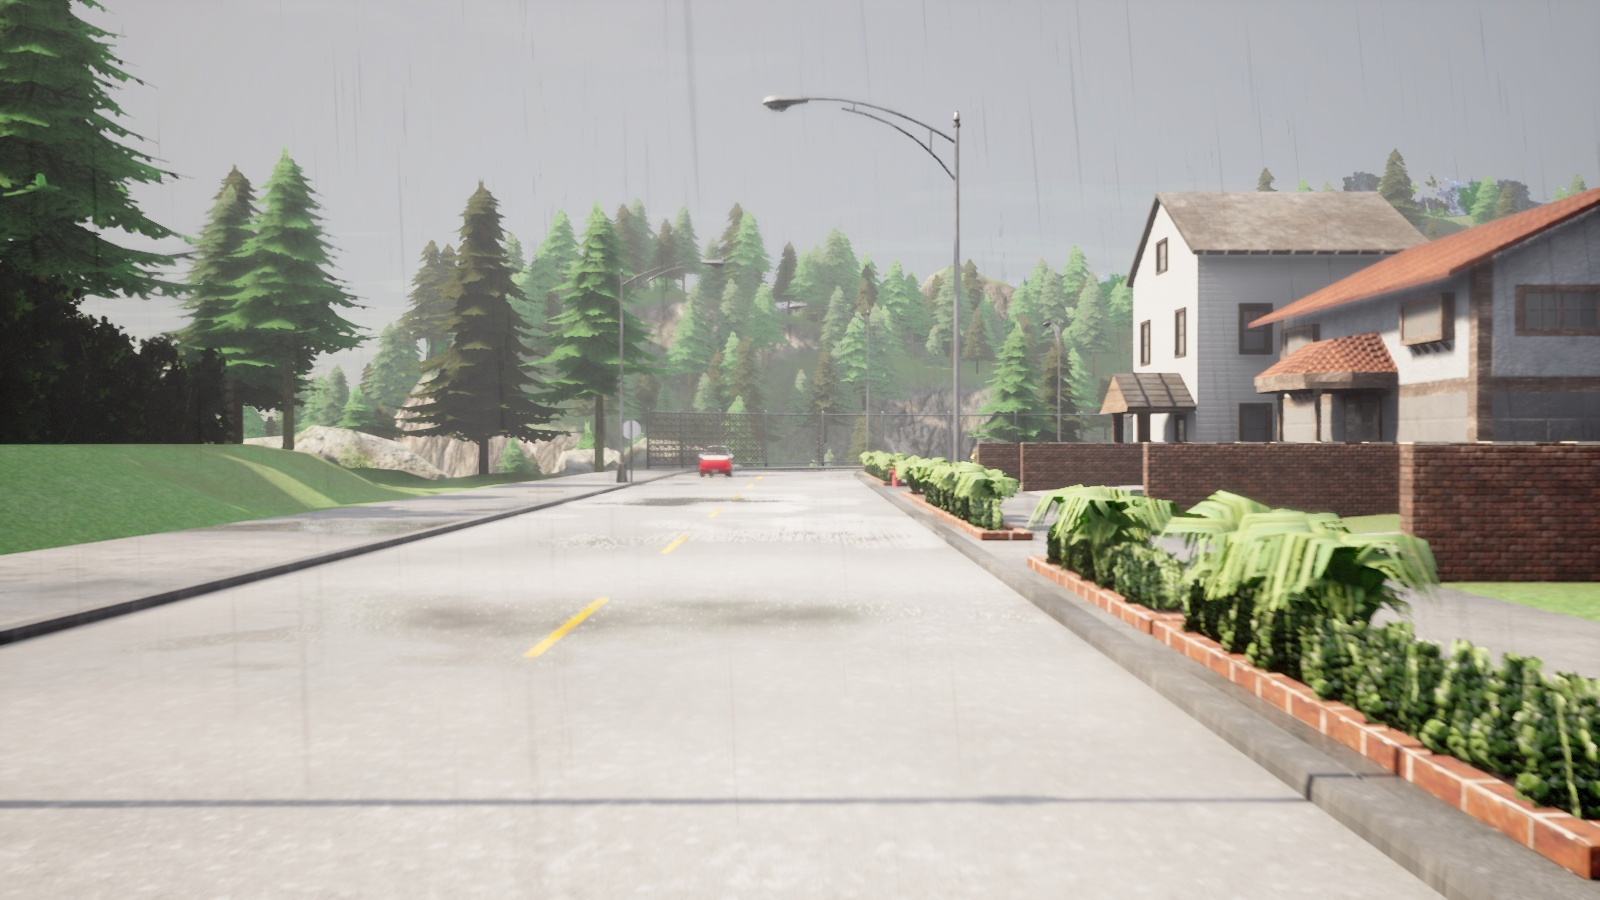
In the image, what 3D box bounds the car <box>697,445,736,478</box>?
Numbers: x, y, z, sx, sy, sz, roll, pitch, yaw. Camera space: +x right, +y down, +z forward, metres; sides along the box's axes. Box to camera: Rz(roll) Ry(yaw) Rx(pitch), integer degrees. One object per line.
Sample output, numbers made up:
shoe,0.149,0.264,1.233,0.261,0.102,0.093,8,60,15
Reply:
car,-3.607,0.490,54.652,1.481,1.376,2.207,0,0,2
